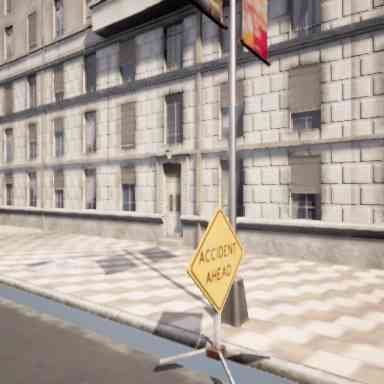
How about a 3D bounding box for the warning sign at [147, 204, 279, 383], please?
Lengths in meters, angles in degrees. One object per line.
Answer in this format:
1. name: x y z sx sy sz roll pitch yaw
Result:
1. warning sign: 0.300 1.099 4.024 1.060 1.860 1.300 0 0 35
